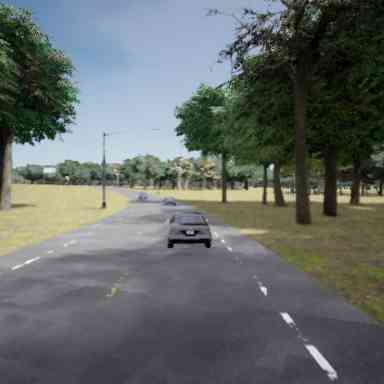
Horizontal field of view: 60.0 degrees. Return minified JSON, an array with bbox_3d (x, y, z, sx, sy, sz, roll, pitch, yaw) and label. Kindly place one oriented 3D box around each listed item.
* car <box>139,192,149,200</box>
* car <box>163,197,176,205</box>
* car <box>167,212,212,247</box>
[{"bbox_3d":[-12.018,0.911,82.168,2.150,2.045,5.566,0,1,-11],"label":"car"},{"bbox_3d":[-3.868,1.491,57.043,2.033,1.411,5.357,0,0,-8],"label":"car"},{"bbox_3d":[-0.179,1.606,15.278,2.033,1.411,5.357,0,0,-2],"label":"car"}]
